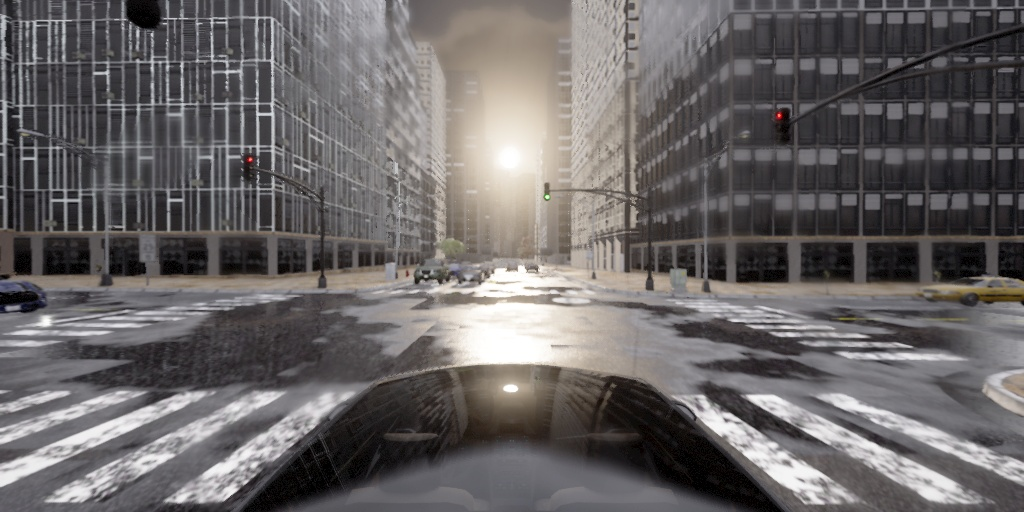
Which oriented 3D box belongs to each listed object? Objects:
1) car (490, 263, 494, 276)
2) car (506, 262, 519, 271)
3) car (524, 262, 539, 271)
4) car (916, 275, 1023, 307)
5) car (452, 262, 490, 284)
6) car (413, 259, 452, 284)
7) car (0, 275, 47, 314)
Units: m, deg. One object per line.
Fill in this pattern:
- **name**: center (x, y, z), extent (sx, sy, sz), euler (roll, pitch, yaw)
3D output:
- **car**: center (-3.294, 1.685, 39.069), extent (1.895, 1.301, 4.718), euler (0, -1, 0)
- **car**: center (0.087, 1.822, 59.215), extent (1.994, 1.385, 4.181), euler (0, 0, 0)
- **car**: center (3.337, 1.860, 59.239), extent (1.895, 1.301, 4.718), euler (0, 0, 0)
- **car**: center (21.826, 1.557, 16.677), extent (4.829, 1.417, 1.751), euler (0, 0, 1)
- **car**: center (-3.305, 1.495, 29.790), extent (2.128, 1.511, 4.902), euler (0, -1, 0)
- **car**: center (-6.547, 1.226, 30.028), extent (2.150, 2.045, 5.566), euler (0, -1, 0)
- **car**: center (-18.178, 1.063, 11.568), extent (4.553, 1.767, 2.097), euler (1, 0, 2)
